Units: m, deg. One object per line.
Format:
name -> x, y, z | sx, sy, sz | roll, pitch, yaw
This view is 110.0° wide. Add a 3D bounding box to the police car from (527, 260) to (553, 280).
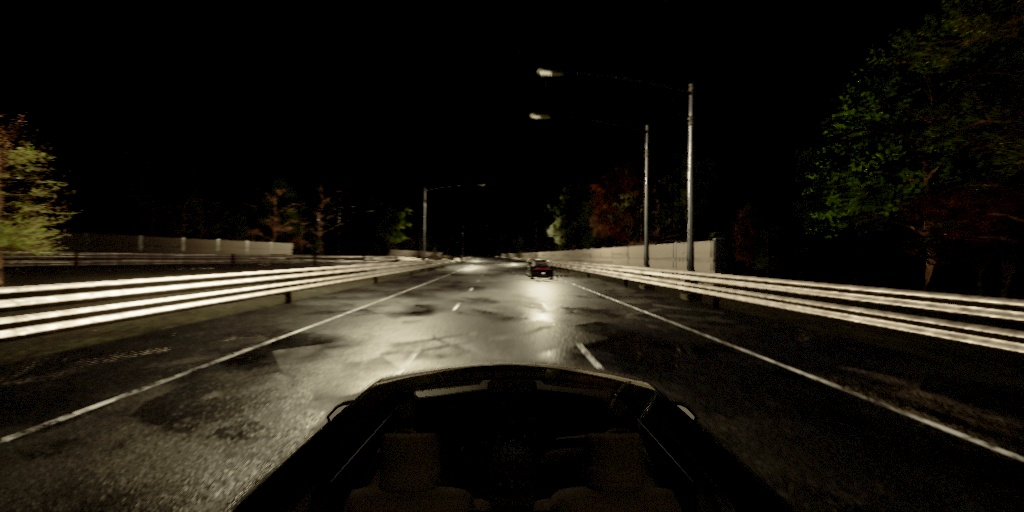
police car -> 2.446, 1.206, 31.886 | 1.930, 1.638, 5.238 | 1, 0, -2
